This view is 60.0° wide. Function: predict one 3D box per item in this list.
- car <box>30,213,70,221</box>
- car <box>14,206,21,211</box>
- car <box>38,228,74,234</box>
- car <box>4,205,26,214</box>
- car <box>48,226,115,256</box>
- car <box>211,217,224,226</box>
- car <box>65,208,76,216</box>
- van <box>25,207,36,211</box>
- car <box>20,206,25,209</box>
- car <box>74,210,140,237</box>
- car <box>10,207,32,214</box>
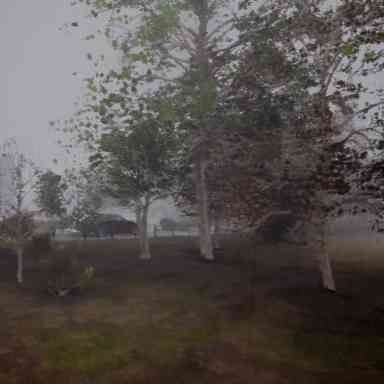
[{"bbox_3d":[-20.250,4.396,46.457,5.566,2.045,2.435,0,0,17],"label":"car"},{"bbox_3d":[-38.685,4.271,77.858,2.185,1.767,4.553,0,1,19],"label":"car"},{"bbox_3d":[-12.288,4.526,28.933,5.566,2.045,2.435,1,1,17],"label":"car"},{"bbox_3d":[-43.329,4.229,81.685,2.185,1.767,4.553,0,1,19],"label":"car"},{"bbox_3d":[-10.401,4.526,31.342,5.566,2.045,2.435,1,1,17],"label":"car"},{"bbox_3d":[3.305,4.414,52.748,2.097,1.767,4.553,0,-2,-19],"label":"car"},{"bbox_3d":[-24.605,4.276,66.578,2.435,2.045,5.566,0,1,19],"label":"car"},{"bbox_3d":[-34.019,4.216,74.007,1.878,1.987,4.442,0,1,19],"label":"van"},{"bbox_3d":[-36.320,4.418,76.009,2.097,1.535,5.008,0,1,19],"label":"car"},{"bbox_3d":[-6.099,2.398,25.381,2.097,1.767,4.553,1,-4,38],"label":"car"},{"bbox_3d":[-41.008,4.416,79.772,2.002,1.452,4.674,0,1,19],"label":"car"}]
